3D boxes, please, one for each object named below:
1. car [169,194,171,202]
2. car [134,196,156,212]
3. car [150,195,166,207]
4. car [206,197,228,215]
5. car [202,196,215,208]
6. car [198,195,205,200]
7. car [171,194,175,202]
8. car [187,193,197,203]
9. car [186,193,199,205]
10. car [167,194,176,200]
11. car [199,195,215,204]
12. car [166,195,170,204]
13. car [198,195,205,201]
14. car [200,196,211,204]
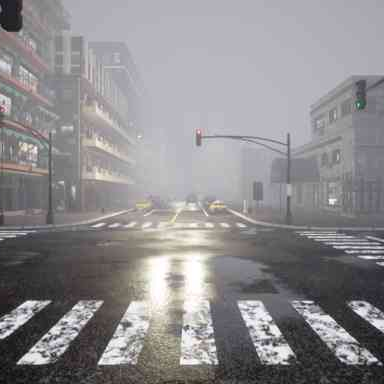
[{"bbox_3d":[-5.719,1.587,66.969,1.752,1.417,4.829,0,0,0],"label":"car"},{"bbox_3d":[-5.706,1.549,39.273,1.752,1.417,4.829,0,0,0],"label":"car"},{"bbox_3d":[-5.711,1.351,50.522,2.192,1.841,5.009,0,0,0],"label":"car"},{"bbox_3d":[2.677,1.544,34.079,1.752,1.417,4.829,0,0,0],"label":"car"},{"bbox_3d":[2.671,1.611,44.987,1.802,1.307,4.206,0,0,0],"label":"car"},{"bbox_3d":[2.648,1.670,94.840,2.008,1.369,4.403,0,0,0],"label":"car"},{"bbox_3d":[-5.725,1.628,78.218,1.887,1.381,4.507,0,0,0],"label":"car"},{"bbox_3d":[-0.032,1.182,70.747,2.150,2.045,5.566,0,0,0],"label":"car"},{"bbox_3d":[-0.028,1.403,60.684,2.097,1.767,4.553,0,0,0],"label":"car"},{"bbox_3d":[-5.732,1.434,94.836,2.192,1.841,5.009,0,0,0],"label":"car"},{"bbox_3d":[2.670,1.351,50.526,2.192,1.841,5.009,0,0,0],"label":"car"},{"bbox_3d":[-5.717,1.603,61.600,2.008,1.369,4.403,0,0,0],"label":"car"},{"bbox_3d":[2.650,1.632,89.471,1.752,1.417,4.829,0,0,0],"label":"car"},{"bbox_3d":[2.661,1.612,67.144,2.008,1.369,4.403,0,0,0],"label":"car"}]
